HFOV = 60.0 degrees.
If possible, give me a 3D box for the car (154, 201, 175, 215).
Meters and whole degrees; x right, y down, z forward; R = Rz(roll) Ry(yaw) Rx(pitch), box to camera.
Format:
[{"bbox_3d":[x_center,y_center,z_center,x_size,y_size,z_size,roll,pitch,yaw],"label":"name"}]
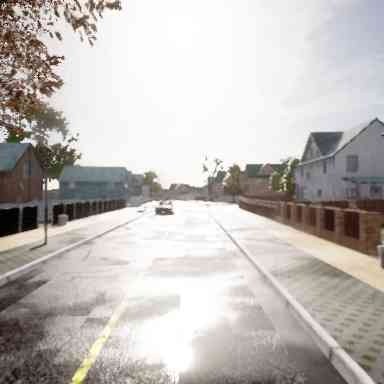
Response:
[{"bbox_3d":[-2.811,1.616,35.361,2.033,1.411,5.357,0,0,0],"label":"car"}]
